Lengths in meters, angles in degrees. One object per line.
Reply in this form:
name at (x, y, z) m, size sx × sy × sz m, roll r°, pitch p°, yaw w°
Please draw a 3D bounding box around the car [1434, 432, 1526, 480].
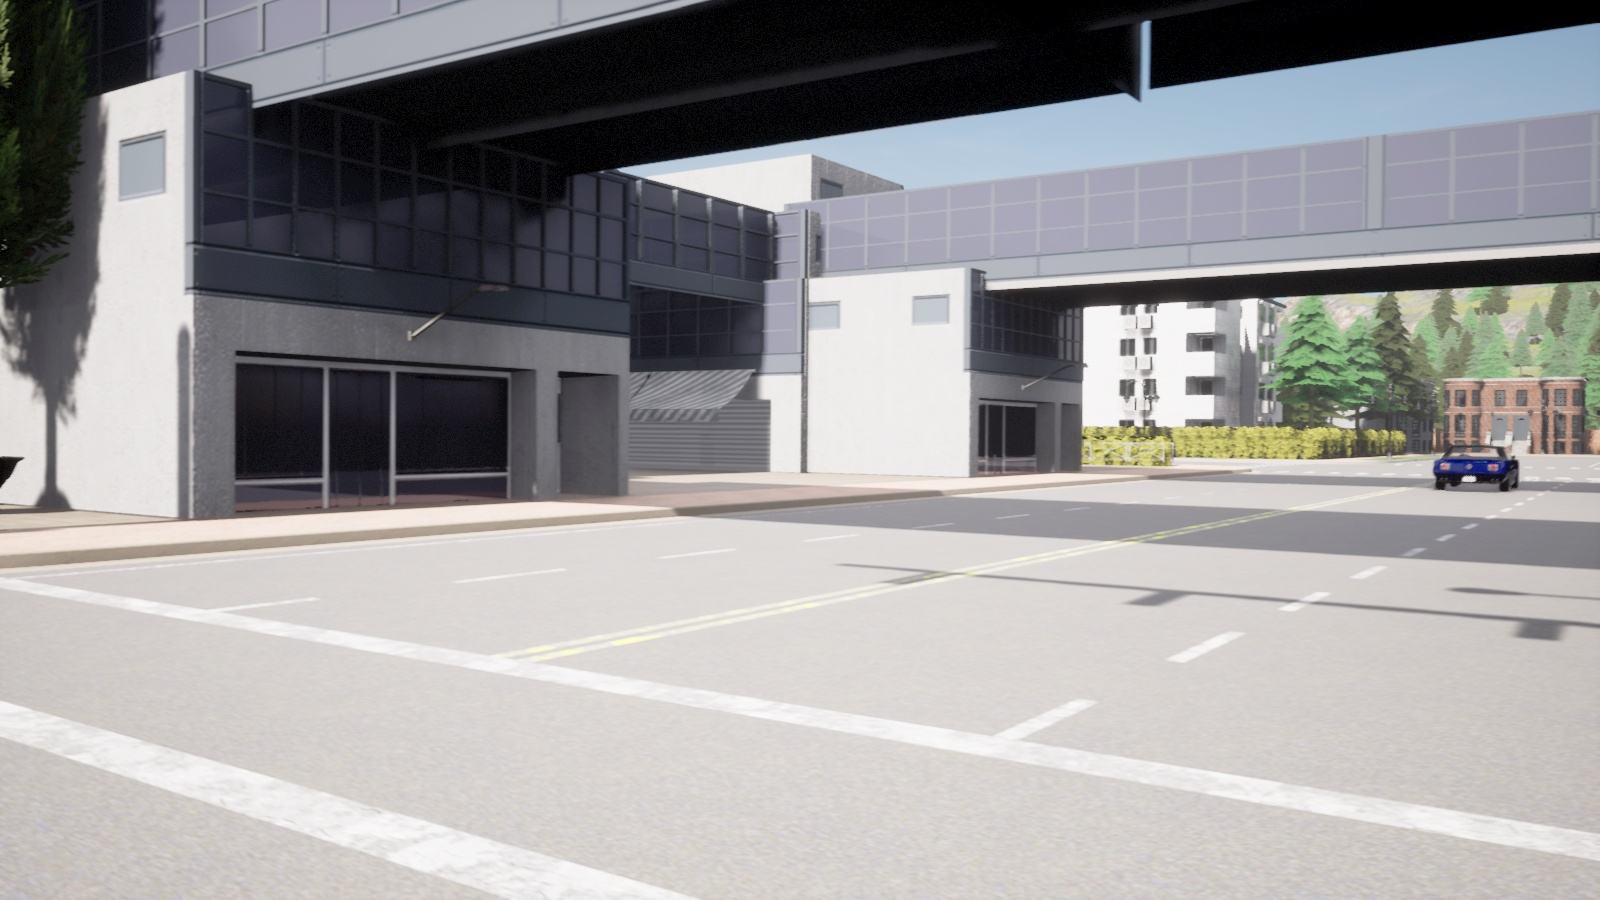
car at (20.053, 0.146, 36.925) m, size 1.895 × 1.301 × 4.718 m, roll 0°, pitch 1°, yaw 34°
